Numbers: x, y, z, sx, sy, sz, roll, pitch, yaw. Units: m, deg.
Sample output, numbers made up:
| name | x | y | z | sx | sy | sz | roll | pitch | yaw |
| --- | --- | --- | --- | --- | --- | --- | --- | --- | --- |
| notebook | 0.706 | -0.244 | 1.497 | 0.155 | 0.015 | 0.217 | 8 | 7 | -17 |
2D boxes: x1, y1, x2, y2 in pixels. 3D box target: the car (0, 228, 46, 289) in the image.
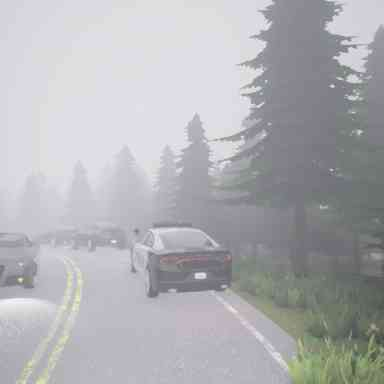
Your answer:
| name | x | y | z | sx | sy | sz | roll | pitch | yaw |
| --- | --- | --- | --- | --- | --- | --- | --- | --- | --- |
| car | -5.397 | 1.837 | 9.364 | 1.994 | 1.385 | 4.181 | 1 | -4 | -22 |

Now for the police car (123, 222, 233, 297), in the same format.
| name | x | y | z | sx | sy | sz | roll | pitch | yaw |
| --- | --- | --- | --- | --- | --- | --- | --- | --- | --- |
| police car | -0.598 | 1.667 | 9.422 | 1.930 | 1.638 | 5.238 | 1 | -3 | -18 |

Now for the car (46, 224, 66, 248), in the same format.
| name | x | y | z | sx | sy | sz | roll | pitch | yaw |
| --- | --- | --- | --- | --- | --- | --- | --- | --- | --- |
| car | -9.651 | 3.101 | 23.822 | 5.008 | 1.535 | 1.882 | -8 | -7 | 43 |

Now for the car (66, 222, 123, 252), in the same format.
| name | x | y | z | sx | sy | sz | roll | pitch | yaw |
| --- | --- | --- | --- | --- | --- | --- | --- | --- | --- |
| car | -5.397 | 2.504 | 18.950 | 1.837 | 1.490 | 4.892 | 1 | -6 | -36 |
